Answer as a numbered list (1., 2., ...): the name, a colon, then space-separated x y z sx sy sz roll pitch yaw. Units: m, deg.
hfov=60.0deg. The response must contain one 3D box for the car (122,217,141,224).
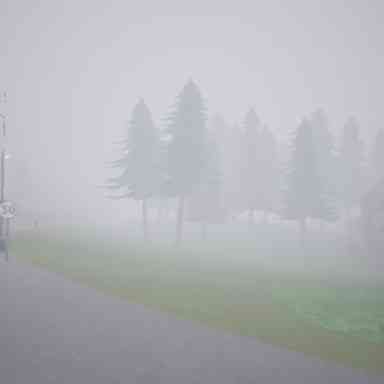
1. car: -12.892 6.131 71.199 1.994 1.385 4.181 0 -5 35

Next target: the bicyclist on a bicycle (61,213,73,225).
1. bicyclist on a bicycle: -16.933 3.677 45.057 1.656 1.620 0.582 1 -4 4

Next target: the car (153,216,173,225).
1. car: -6.516 6.832 78.977 5.566 2.045 2.150 8 -6 -41
